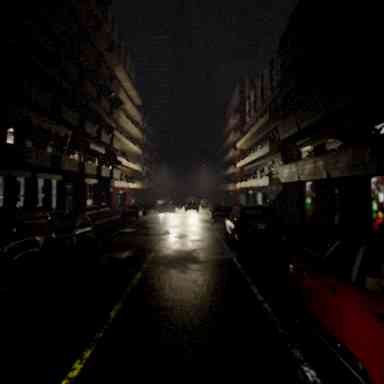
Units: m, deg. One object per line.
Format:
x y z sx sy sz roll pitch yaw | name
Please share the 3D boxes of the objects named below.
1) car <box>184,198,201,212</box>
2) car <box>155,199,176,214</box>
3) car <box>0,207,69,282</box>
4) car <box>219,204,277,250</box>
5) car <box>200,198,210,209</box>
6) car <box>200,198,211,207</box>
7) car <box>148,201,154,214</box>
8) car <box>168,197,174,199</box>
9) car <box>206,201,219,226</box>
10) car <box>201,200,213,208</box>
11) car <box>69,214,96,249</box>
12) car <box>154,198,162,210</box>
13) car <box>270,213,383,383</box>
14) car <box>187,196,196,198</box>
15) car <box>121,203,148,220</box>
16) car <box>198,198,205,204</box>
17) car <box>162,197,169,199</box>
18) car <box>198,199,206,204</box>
0.006 1.988 45.882 1.812 1.442 4.674 0 0 0 | car
-3.100 1.982 41.545 1.994 1.385 4.181 0 -1 0 | car
-5.695 1.412 9.627 2.192 1.841 5.009 -1 -1 0 | car
2.673 1.469 15.202 2.192 1.841 5.009 -1 -1 0 | car
2.666 2.075 54.582 1.752 1.417 4.829 -1 -1 0 | car
2.662 2.102 65.617 1.967 1.590 4.097 -1 -1 0 | car
-5.709 1.960 37.633 1.802 1.307 4.206 -1 -1 0 | car
-5.721 2.033 71.246 2.192 1.841 5.009 -1 -1 0 | car
2.354 1.740 26.035 1.882 1.535 5.008 0 -1 0 | car
2.666 2.171 60.014 1.947 1.339 4.313 -1 -1 0 | car
-5.711 1.704 15.227 2.008 1.369 4.403 -1 -1 0 | car
-5.712 2.042 48.837 2.008 1.369 4.403 -1 -1 0 | car
2.676 1.357 3.999 2.192 1.841 5.009 -1 -1 0 | car
-0.015 1.840 61.620 2.150 2.045 5.566 0 -1 0 | car
-5.707 1.904 32.031 1.802 1.307 4.206 -1 -1 0 | car
2.657 2.497 93.625 2.008 1.369 4.403 -1 -1 0 | car
-5.715 2.155 60.040 2.008 1.369 4.403 -1 -1 0 | car
2.659 2.455 88.022 1.947 1.339 4.313 -1 -1 0 | car
